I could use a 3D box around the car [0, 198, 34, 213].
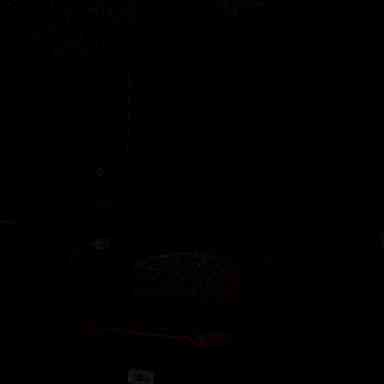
[{"bbox_3d":[-7.275,1.214,10.373,2.435,2.045,5.566,1,-1,14],"label":"car"}]

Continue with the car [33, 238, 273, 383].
[{"bbox_3d":[0.188,1.477,5.262,2.097,1.535,5.008,0,-1,15],"label":"car"}]

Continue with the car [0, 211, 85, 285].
[{"bbox_3d":[-4.770,1.469,8.707,2.097,1.535,5.008,1,-1,14],"label":"car"}]
